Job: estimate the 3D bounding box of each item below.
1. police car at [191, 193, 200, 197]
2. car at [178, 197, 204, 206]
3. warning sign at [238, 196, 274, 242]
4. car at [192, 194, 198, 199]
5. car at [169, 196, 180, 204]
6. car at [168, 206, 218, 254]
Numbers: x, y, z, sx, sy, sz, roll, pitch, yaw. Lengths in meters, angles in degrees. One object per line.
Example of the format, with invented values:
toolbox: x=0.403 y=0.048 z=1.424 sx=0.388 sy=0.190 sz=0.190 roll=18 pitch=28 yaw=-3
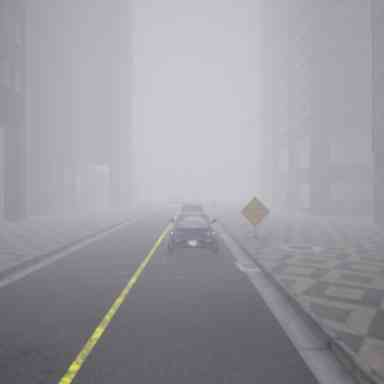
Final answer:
police car: x=0.883 y=1.214 z=84.356 sx=1.930 sy=1.638 sz=5.238 roll=0 pitch=0 yaw=0
car: x=0.049 y=1.470 z=28.980 sx=1.882 sy=1.535 sz=5.008 roll=0 pitch=0 yaw=0
warning sign: x=2.706 y=1.122 z=14.255 sx=1.300 sy=1.860 sz=1.060 roll=-1 pitch=-1 yaw=0
car: x=0.881 y=1.262 z=94.247 sx=1.812 sy=1.442 sz=4.674 roll=0 pitch=0 yaw=0
car: x=-3.058 y=1.391 z=59.278 sx=2.128 sy=1.511 sz=4.902 roll=0 pitch=0 yaw=1
car: x=0.049 y=1.531 z=13.480 sx=1.812 sy=1.442 sz=4.674 roll=0 pitch=0 yaw=0
